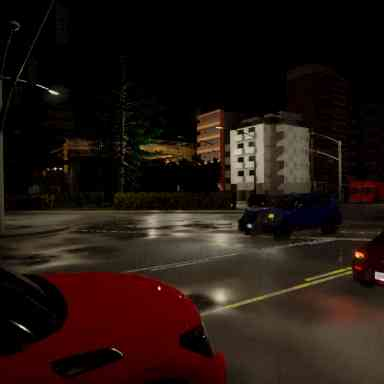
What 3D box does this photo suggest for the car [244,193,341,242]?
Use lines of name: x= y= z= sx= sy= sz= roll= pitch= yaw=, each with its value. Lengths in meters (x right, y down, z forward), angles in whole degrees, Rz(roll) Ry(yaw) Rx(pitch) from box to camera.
car: x=4.830 y=1.087 z=16.027 sx=5.566 sy=2.045 sz=2.150 roll=-1 pitch=0 yaw=-33

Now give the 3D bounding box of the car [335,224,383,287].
car: x=5.544 y=1.433 z=7.715 sx=4.674 sy=1.442 sz=1.812 roll=-1 pitch=1 yaw=-35

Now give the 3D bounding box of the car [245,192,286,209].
car: x=8.616 y=0.943 z=39.342 sx=2.097 sy=1.767 sz=4.553 roll=-1 pitch=1 yaw=-35

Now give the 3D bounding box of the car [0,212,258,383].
car: x=-2.355 y=1.222 z=2.061 sx=5.566 sy=2.045 sz=2.150 roll=0 pitch=0 yaw=-35
